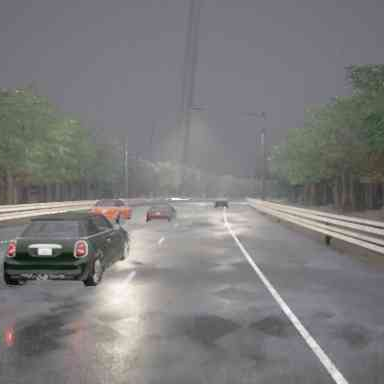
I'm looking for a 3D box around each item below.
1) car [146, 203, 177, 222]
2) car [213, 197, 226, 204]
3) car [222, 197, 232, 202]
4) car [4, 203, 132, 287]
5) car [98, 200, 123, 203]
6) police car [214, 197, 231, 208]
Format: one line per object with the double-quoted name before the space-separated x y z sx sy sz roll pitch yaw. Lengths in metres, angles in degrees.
"car" -2.402 1.586 26.884 1.994 1.385 4.181 0 0 4
"car" 5.649 1.671 66.835 2.128 1.511 4.902 0 -1 10
"car" 8.511 1.833 81.685 1.994 1.385 4.181 0 -1 12
"car" -3.225 1.352 9.540 2.097 1.767 4.553 0 0 1
"car" -6.009 1.371 25.361 2.097 1.767 4.553 0 0 4
"police car" 4.319 1.496 48.747 1.930 1.638 5.238 0 0 7
